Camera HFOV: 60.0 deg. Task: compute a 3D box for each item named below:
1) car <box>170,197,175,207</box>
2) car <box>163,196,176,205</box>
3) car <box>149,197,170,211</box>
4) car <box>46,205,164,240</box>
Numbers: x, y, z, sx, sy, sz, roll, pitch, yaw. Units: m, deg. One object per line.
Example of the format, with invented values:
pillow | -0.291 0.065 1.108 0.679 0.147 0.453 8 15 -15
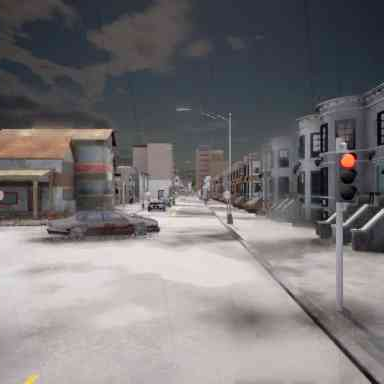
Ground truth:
car | -4.023 1.505 49.454 1.837 1.490 4.892 0 0 0
car | -3.971 1.547 59.904 2.033 1.411 5.357 0 0 1
car | -4.049 1.564 39.509 1.994 1.385 4.181 0 0 0
car | -4.368 1.547 16.680 5.357 1.411 2.033 0 0 -17
